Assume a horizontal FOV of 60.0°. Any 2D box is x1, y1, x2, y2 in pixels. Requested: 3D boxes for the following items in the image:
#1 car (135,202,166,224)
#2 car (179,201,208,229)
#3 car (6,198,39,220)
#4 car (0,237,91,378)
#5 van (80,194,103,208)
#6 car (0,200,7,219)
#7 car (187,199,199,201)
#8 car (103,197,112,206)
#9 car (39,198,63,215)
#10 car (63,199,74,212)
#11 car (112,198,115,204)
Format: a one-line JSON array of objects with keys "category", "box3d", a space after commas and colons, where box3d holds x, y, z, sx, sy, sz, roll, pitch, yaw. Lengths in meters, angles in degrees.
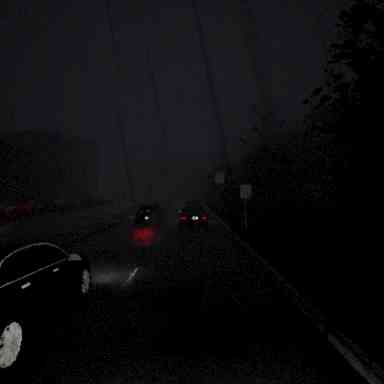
[{"category": "car", "box3d": [-3.146, 1.557, 25.556, 1.837, 1.490, 4.892, 0, 0, 0]}, {"category": "car", "box3d": [0.097, 1.592, 22.085, 2.033, 1.411, 5.357, 0, 0, 0]}, {"category": "car", "box3d": [-15.494, 1.388, 28.532, 2.185, 1.767, 4.553, 0, 0, 0]}, {"category": "car", "box3d": [-3.149, 1.517, 5.519, 1.837, 1.490, 4.892, 0, 0, 0]}, {"category": "van", "box3d": [-15.545, 1.337, 50.610, 1.878, 1.987, 4.442, 0, 0, 0]}, {"category": "car", "box3d": [-15.482, 1.503, 22.981, 2.231, 1.521, 4.892, 0, 0, 0]}, {"category": "car", "box3d": [0.105, 1.576, 42.132, 2.128, 1.511, 4.902, 0, 0, 0]}, {"category": "car", "box3d": [-15.560, 1.605, 56.221, 2.163, 1.488, 4.792, 0, 0, 0]}, {"category": "car", "box3d": [-15.506, 1.400, 34.057, 2.185, 1.767, 4.553, 0, 0, 0]}, {"category": "car", "box3d": [-15.520, 1.579, 39.678, 2.002, 1.452, 4.674, 0, 0, 0]}, {"category": "car", "box3d": [-15.590, 1.628, 61.717, 2.002, 1.452, 4.674, -2, 0, 0]}]
